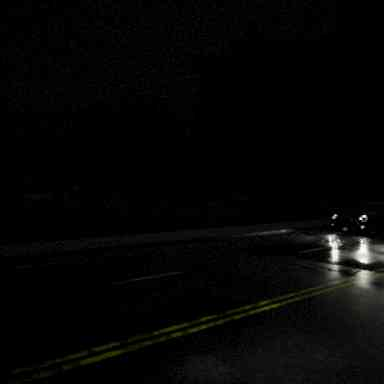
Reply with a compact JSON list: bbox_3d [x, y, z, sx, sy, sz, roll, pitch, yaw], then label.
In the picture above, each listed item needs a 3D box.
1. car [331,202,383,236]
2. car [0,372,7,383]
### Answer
[{"bbox_3d":[9.818,1.353,18.672,4.553,1.767,2.097,0,0,-35],"label":"car"},{"bbox_3d":[-3.298,1.490,1.085,4.902,1.511,2.128,0,0,-35],"label":"car"}]
